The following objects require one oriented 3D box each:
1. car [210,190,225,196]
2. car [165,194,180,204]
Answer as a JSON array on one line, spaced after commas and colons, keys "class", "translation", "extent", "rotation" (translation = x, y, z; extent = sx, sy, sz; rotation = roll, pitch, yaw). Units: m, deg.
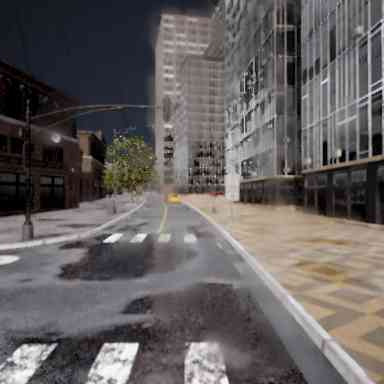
[{"class": "car", "translation": [7.535, 0.461, 93.864], "extent": [5.009, 1.841, 2.192], "rotation": [0, -1, 10]}, {"class": "car", "translation": [-2.935, 1.059, 53.271], "extent": [1.882, 1.535, 5.008], "rotation": [0, 0, -6]}]
